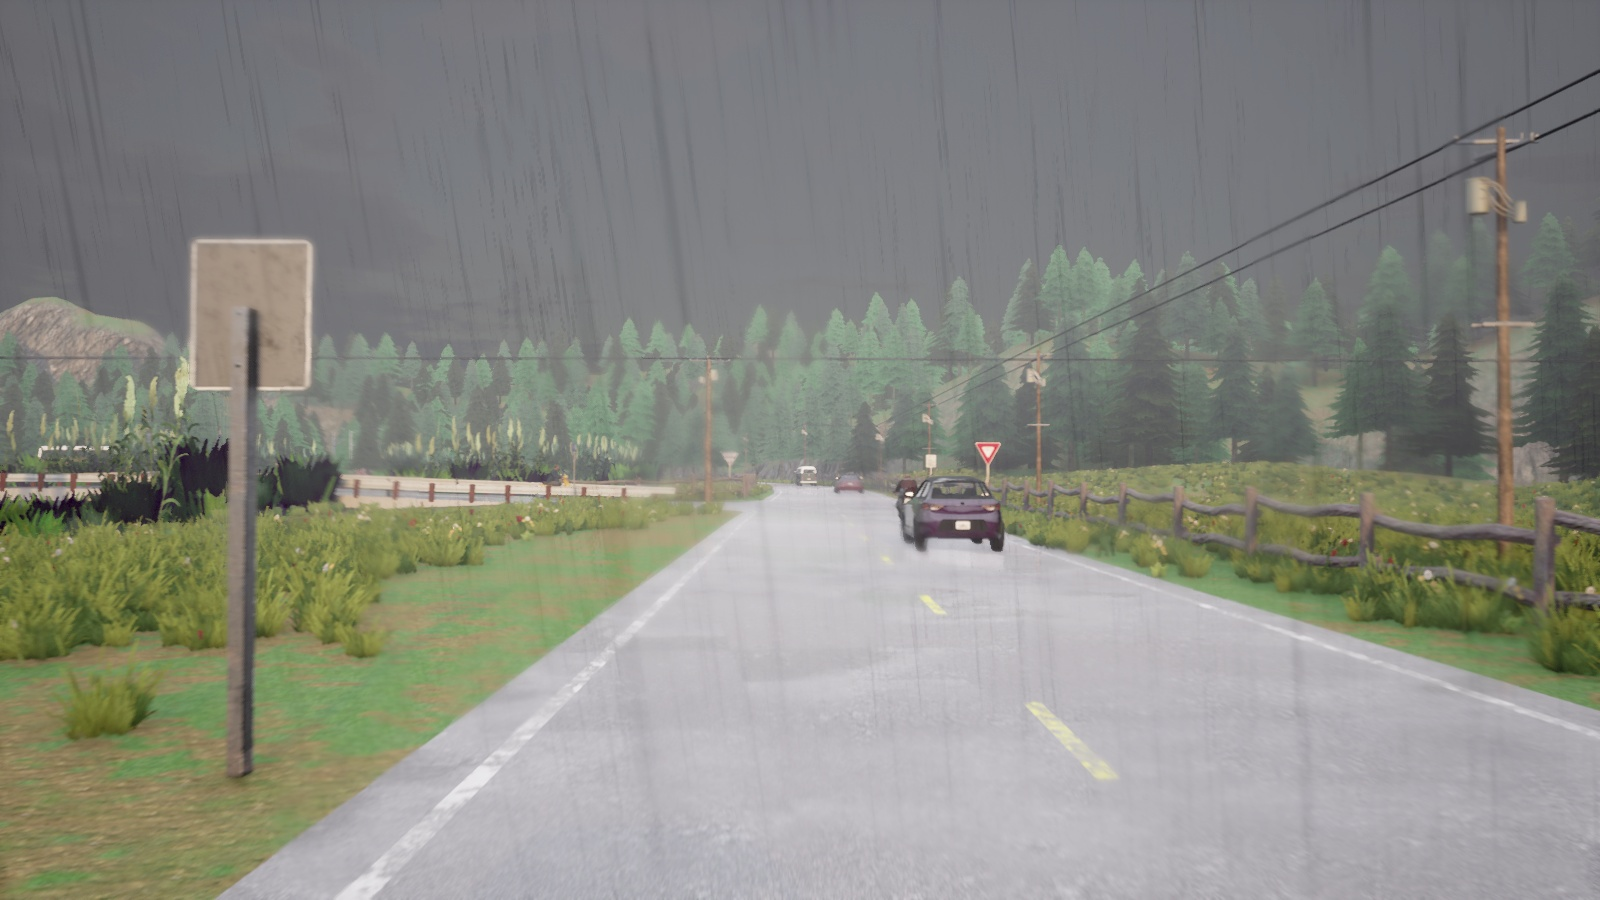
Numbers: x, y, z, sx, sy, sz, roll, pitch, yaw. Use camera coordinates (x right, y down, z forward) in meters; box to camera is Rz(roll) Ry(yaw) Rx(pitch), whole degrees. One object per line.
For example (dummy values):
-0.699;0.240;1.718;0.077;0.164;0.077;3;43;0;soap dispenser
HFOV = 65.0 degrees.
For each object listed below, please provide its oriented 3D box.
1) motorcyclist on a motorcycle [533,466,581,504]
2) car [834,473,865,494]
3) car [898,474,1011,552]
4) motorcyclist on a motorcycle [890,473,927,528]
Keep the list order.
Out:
-10.418;1.509;53.887;1.817;1.590;0.866;1;-1;1;motorcyclist on a motorcycle
3.473;2.339;88.060;1.994;1.385;4.181;0;-1;0;car
3.135;1.255;26.227;1.816;1.474;4.193;0;-1;0;car
3.114;1.445;36.276;0.866;1.530;2.191;0;-1;0;motorcyclist on a motorcycle
